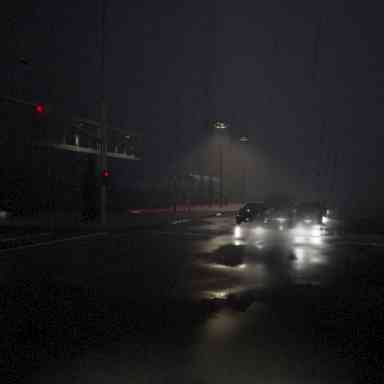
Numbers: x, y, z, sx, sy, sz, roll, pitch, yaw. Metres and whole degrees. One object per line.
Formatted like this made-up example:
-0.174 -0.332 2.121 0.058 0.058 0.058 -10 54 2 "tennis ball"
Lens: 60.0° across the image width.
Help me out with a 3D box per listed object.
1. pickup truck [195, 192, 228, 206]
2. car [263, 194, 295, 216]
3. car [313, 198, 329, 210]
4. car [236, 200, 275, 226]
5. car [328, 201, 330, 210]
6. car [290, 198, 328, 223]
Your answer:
2.979 1.059 52.866 6.274 2.098 2.390 0 0 -36 "pickup truck"
8.448 1.221 32.882 2.150 2.045 5.566 0 0 24 "car"
17.035 1.526 43.733 1.812 1.442 4.674 0 0 24 "car"
4.542 1.526 23.994 1.812 1.442 4.674 0 0 23 "car"
12.904 1.601 34.321 1.895 1.301 4.718 0 0 24 "car"
9.142 1.491 25.759 2.128 1.511 4.902 0 0 23 "car"
